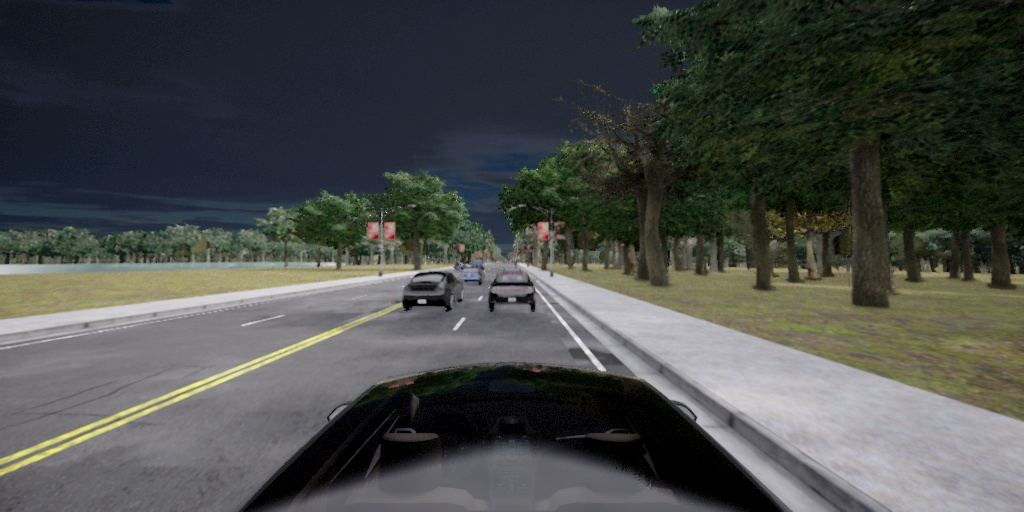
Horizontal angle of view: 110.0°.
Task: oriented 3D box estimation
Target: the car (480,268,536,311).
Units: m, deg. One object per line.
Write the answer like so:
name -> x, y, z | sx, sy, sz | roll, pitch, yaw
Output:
car -> 0.022, 1.388, 15.366 | 2.128, 1.511, 4.902 | 0, 0, 0

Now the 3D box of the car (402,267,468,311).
car -> -3.228, 1.403, 15.361 | 1.837, 1.490, 4.892 | 0, 0, 0

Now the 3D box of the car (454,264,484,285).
car -> -3.237, 1.592, 29.403 | 2.033, 1.411, 5.357 | 0, -1, 0
